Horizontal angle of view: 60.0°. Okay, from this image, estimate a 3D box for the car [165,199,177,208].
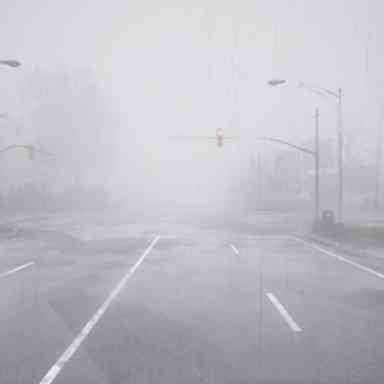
[{"bbox_3d":[-3.526,1.864,56.645,2.033,1.411,5.357,0,0,0],"label":"car"}]
